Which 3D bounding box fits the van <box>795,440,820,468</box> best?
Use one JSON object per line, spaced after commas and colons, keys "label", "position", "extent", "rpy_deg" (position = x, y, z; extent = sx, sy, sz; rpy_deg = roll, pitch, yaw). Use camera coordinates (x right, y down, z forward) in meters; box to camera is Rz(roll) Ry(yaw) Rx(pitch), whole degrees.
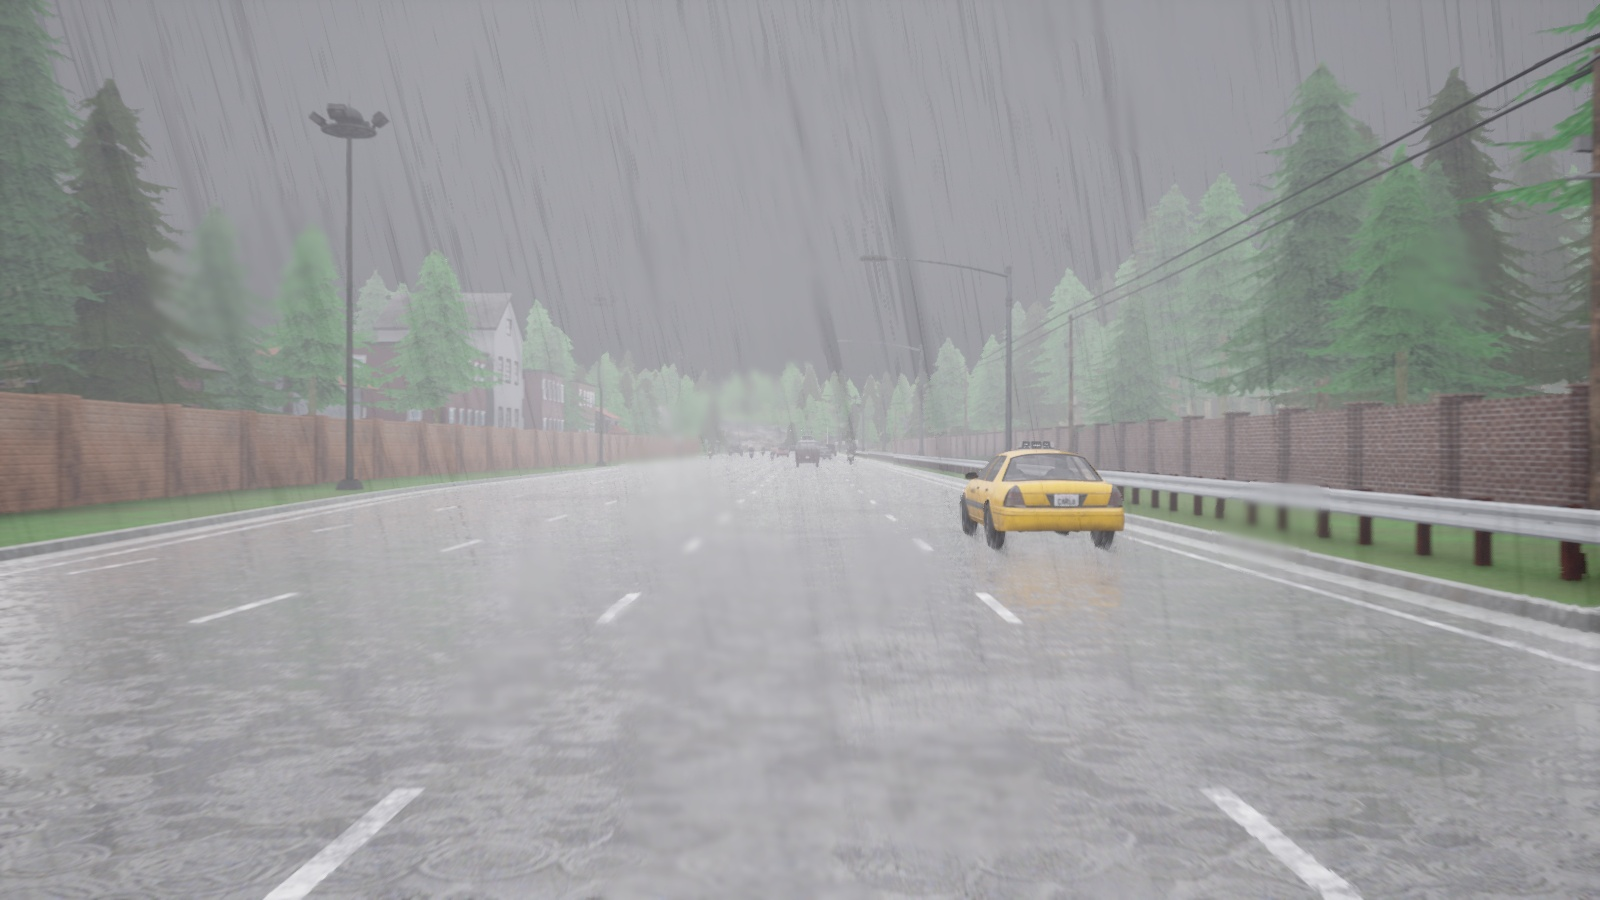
{"label": "van", "position": [0.545, 0.253, 92.125], "extent": [1.775, 1.987, 4.442], "rpy_deg": [0, 0, 0]}

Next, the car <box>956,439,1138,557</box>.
{"label": "car", "position": [3.627, 0.637, 19.436], "extent": [1.801, 1.575, 5.366], "rpy_deg": [0, 0, 0]}
